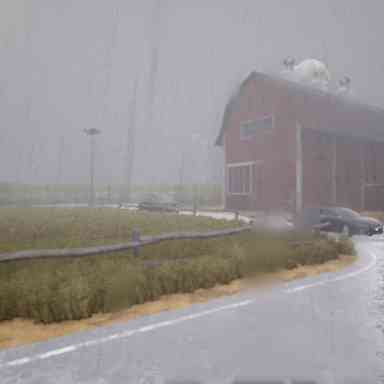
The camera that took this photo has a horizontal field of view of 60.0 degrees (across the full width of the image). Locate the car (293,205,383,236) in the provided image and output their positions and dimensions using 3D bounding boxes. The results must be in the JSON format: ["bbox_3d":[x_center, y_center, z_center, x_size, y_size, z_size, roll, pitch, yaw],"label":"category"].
[{"bbox_3d":[7.667,1.513,17.938,1.837,1.490,4.892,0,0,-27],"label":"car"}]

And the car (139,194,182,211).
[{"bbox_3d":[-3.277,1.230,32.963,2.150,2.045,5.566,0,0,-38],"label":"car"}]
